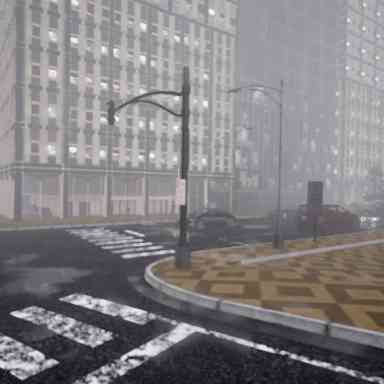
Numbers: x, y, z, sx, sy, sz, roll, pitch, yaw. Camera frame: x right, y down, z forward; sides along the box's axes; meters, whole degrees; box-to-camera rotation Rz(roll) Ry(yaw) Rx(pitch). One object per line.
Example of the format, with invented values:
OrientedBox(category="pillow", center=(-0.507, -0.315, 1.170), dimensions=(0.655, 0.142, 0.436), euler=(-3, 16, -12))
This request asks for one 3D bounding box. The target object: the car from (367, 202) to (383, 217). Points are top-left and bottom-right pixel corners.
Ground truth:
OrientedBox(category="car", center=(20.353, 1.907, 36.076), dimensions=(5.357, 1.411, 2.033), euler=(0, 1, -34))

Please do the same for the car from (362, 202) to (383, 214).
OrientedBox(category="car", center=(23.011, 1.904, 40.904), dimensions=(4.313, 1.339, 1.947), euler=(0, 1, -34))

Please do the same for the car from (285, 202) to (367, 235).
OrientedBox(category="car", center=(8.770, 1.679, 21.576), dimensions=(5.009, 1.841, 2.192), euler=(0, 1, -34))

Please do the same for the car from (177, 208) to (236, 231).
OrientedBox(category="car", center=(1.038, 1.782, 22.849), dimensions=(4.181, 1.385, 1.994), euler=(0, 1, -34))

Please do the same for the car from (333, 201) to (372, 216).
OrientedBox(category="car", center=(18.196, 1.828, 37.600), dimensions=(4.829, 1.417, 1.752), euler=(0, 1, -34))

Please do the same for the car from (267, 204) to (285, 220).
OrientedBox(category="car", center=(8.985, 1.787, 31.284), dimensions=(4.403, 1.369, 2.008), euler=(0, 1, -34))
